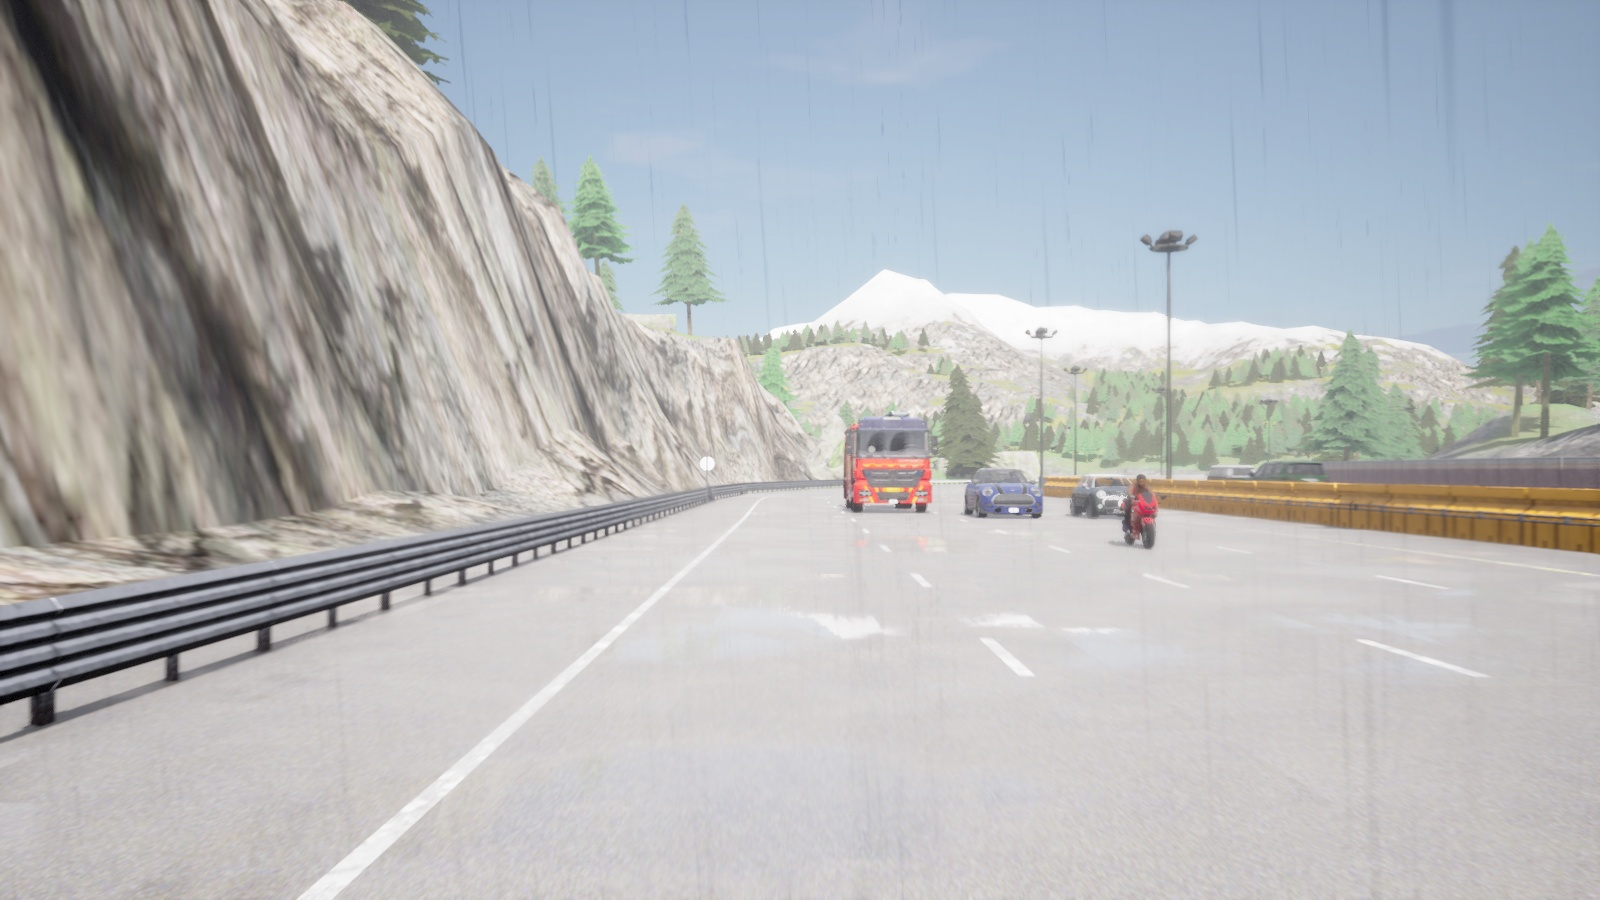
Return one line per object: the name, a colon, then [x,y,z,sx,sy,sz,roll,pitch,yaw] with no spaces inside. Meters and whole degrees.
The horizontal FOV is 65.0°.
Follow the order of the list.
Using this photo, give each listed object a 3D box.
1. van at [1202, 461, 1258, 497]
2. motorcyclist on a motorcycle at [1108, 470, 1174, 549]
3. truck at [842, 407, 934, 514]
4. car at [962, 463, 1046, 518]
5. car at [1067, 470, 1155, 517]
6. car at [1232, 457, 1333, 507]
van: [24.279,1.636,71.018,1.775,1.987,4.442,0,-1,2]
motorcyclist on a motorcycle: [6.980,1.191,25.808,0.797,1.523,2.044,0,0,0]
truck: [3.326,0.449,49.538,2.891,3.827,8.468,0,-1,-1]
car: [6.914,1.351,43.058,2.097,1.767,4.553,0,-1,-1]
car: [10.423,1.433,42.356,1.970,1.475,3.806,0,-1,-1]
car: [20.765,1.343,54.372,2.150,2.045,5.566,0,-1,-1]
